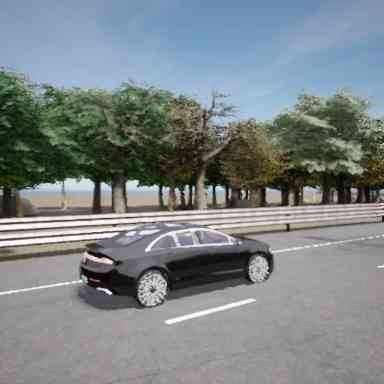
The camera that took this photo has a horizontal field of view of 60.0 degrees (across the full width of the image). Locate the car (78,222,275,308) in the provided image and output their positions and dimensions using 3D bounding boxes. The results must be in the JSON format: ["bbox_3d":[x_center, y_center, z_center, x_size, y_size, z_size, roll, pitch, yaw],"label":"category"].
[{"bbox_3d":[-0.117,1.480,7.892,4.902,1.511,2.128,0,0,-35],"label":"car"}]
